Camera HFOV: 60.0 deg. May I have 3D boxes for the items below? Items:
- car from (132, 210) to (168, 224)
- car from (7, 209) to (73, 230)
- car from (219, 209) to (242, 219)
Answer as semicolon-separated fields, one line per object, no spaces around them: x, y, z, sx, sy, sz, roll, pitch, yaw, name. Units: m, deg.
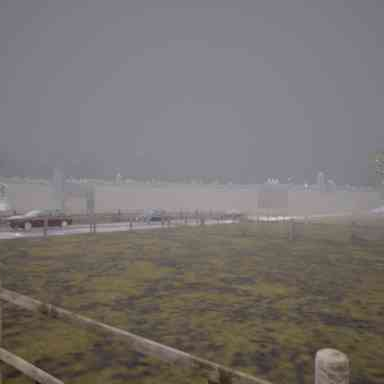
-4.493;2.700;36.955;2.128;1.511;4.902;1;-2;35;car
-11.877;2.127;26.234;1.882;1.535;5.008;1;-2;34;car
6.060;3.493;52.121;1.882;1.535;5.008;1;-2;35;car
